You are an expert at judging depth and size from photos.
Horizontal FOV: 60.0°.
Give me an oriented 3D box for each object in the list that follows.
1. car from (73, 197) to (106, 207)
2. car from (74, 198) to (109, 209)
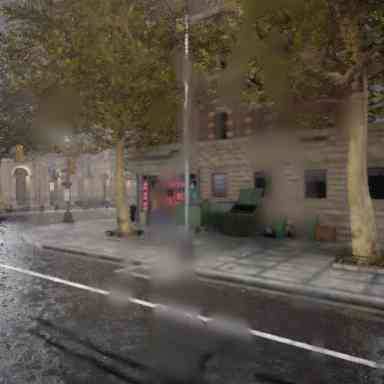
[{"bbox_3d":[-15.967,1.541,52.023,1.895,1.301,4.718,0,0,36],"label":"car"},{"bbox_3d":[-13.154,1.518,44.544,1.994,1.385,4.181,0,0,36],"label":"car"}]
